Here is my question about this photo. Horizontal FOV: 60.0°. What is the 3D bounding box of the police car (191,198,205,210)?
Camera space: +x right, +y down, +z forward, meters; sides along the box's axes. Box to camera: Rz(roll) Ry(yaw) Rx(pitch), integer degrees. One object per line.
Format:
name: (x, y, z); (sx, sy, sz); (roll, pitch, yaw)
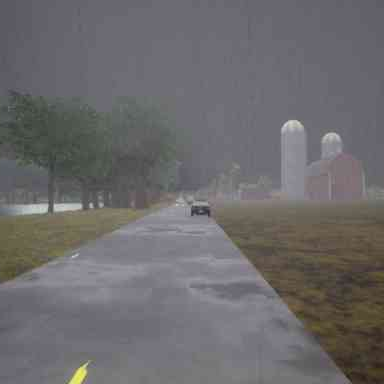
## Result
police car: (0.825, 1.753, 49.424); (1.930, 1.638, 5.238); (0, -1, 0)

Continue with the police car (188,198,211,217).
police car: (0.825, 1.602, 33.424); (1.930, 1.638, 5.238); (0, -1, 0)

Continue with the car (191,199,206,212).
car: (0.825, 1.745, 43.313); (1.882, 1.535, 5.008); (0, -1, 0)

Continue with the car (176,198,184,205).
car: (-2.750, 2.131, 76.715); (1.812, 1.442, 4.674); (0, -1, 0)
